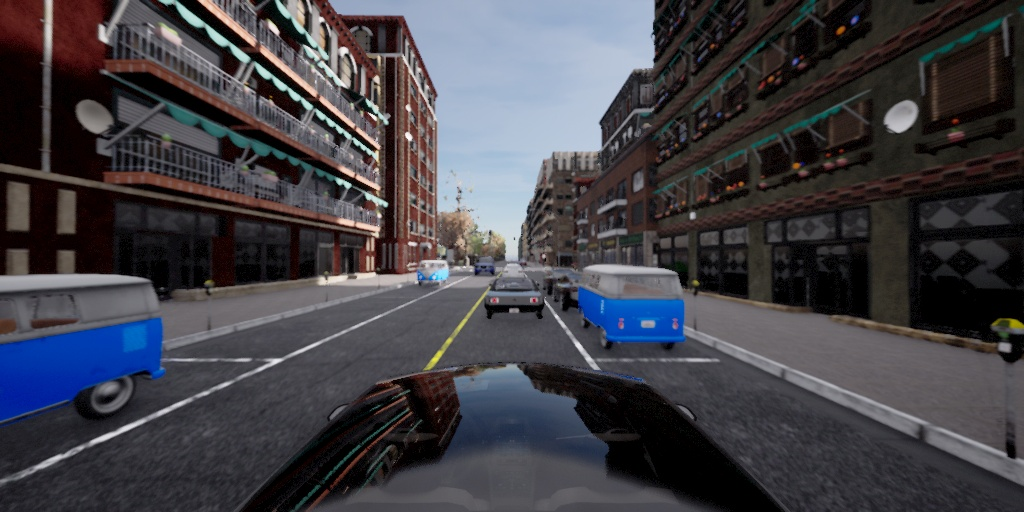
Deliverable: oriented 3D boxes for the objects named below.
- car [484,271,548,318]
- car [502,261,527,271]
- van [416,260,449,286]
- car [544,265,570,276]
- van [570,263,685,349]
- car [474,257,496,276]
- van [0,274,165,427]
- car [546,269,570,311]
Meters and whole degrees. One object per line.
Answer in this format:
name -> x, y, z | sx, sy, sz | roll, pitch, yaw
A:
car -> 0.086, 1.403, 13.221 | 1.895, 1.301, 4.718 | 0, 0, 0
car -> 0.103, 1.413, 30.702 | 1.812, 1.442, 4.674 | 0, 0, 0
van -> -5.677, 1.204, 25.942 | 1.690, 1.789, 3.998 | 0, 0, 0
car -> 2.701, 1.402, 20.278 | 1.948, 1.339, 4.313 | 0, 0, 0
van -> 2.696, 1.123, 8.954 | 1.690, 1.789, 3.998 | 0, 0, 0
car -> -3.066, 1.163, 41.312 | 2.150, 2.045, 5.566 | 0, 0, 0
van -> -5.688, 1.098, 3.296 | 1.690, 1.789, 3.998 | 0, 0, 0
car -> 2.698, 1.375, 14.615 | 1.948, 1.339, 4.313 | 0, 0, 0
